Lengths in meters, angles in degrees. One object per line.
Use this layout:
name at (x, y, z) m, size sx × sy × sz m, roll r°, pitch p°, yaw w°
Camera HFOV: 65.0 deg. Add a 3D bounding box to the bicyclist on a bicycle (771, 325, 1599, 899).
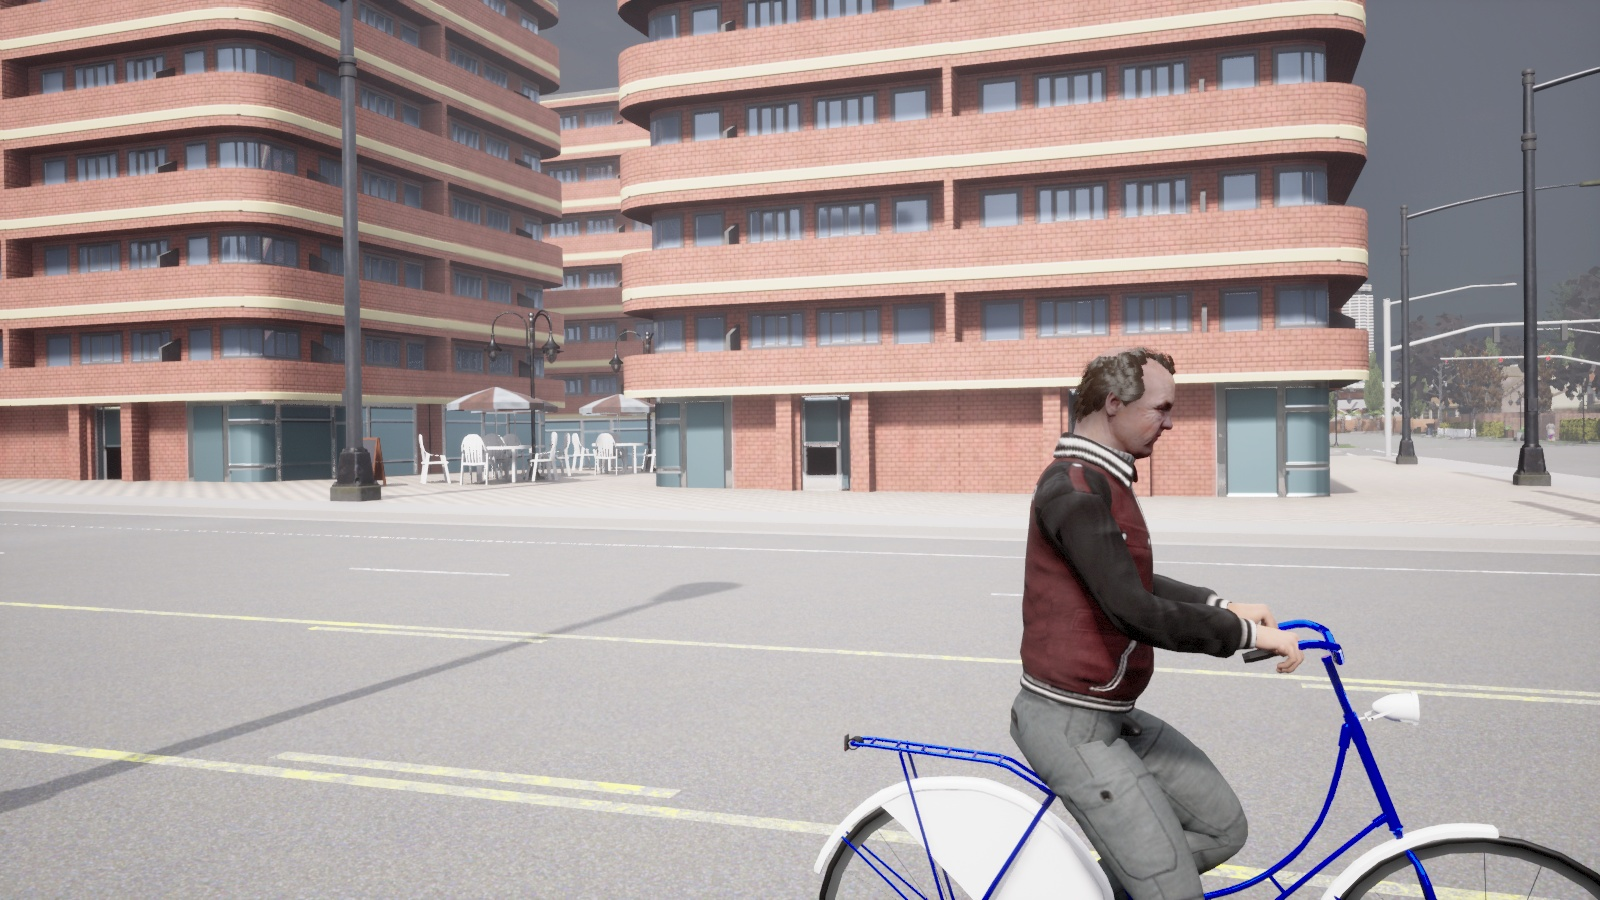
bicyclist on a bicycle at (0.913, 0.654, 2.814) m, size 1.843 × 1.776 × 0.659 m, roll 0°, pitch 1°, yaw 18°
